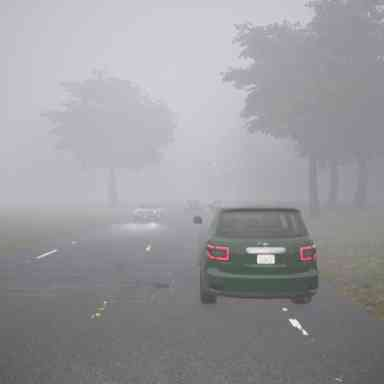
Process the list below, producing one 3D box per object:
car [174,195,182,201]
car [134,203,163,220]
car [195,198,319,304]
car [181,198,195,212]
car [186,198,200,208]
[{"bbox_3d":[-3.322,1.426,81.454,2.033,1.411,5.357,0,0,0],"label":"car"},{"bbox_3d":[-3.540,1.577,27.396,1.895,1.301,4.718,0,0,0],"label":"car"},{"bbox_3d":[1.243,1.219,8.254,2.150,2.045,5.566,0,0,0],"label":"car"},{"bbox_3d":[0.158,1.508,37.368,2.033,1.411,5.357,0,0,0],"label":"car"},{"bbox_3d":[0.130,1.546,47.215,1.895,1.301,4.718,0,0,0],"label":"car"}]
